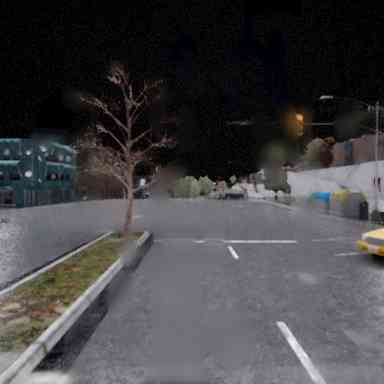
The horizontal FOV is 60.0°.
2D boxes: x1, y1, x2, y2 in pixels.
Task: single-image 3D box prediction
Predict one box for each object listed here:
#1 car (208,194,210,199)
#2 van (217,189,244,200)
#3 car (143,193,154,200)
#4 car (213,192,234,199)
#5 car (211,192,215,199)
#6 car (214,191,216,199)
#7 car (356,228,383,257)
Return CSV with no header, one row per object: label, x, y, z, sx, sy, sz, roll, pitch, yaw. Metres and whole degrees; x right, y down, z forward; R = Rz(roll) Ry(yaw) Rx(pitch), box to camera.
car,7.810,1.057,86.962,5.366,1.575,1.946,1,-1,-20
van,7.651,0.525,63.027,4.442,1.987,1.878,1,-1,-20
car,-9.224,0.916,70.588,1.994,1.385,4.181,0,-1,0
car,7.699,0.856,80.946,4.553,1.767,2.185,1,-1,-20
car,7.539,0.861,71.935,5.366,1.575,1.946,1,-1,-20
car,7.730,0.869,69.022,4.674,1.452,2.002,1,-1,-20
car,7.846,1.368,10.724,5.366,1.575,1.946,1,1,-20
